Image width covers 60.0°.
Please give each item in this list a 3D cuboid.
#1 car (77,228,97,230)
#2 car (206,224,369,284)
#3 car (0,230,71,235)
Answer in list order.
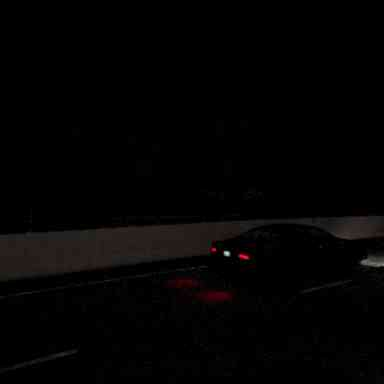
[{"bbox_3d":[-7.327,1.683,15.851,5.357,1.411,2.033,1,-1,-36],"label":"car"},{"bbox_3d":[3.019,1.670,9.970,5.357,1.411,2.033,1,-1,-33],"label":"car"},{"bbox_3d":[-7.246,1.637,11.579,5.357,1.411,2.033,1,-1,-37],"label":"car"}]
